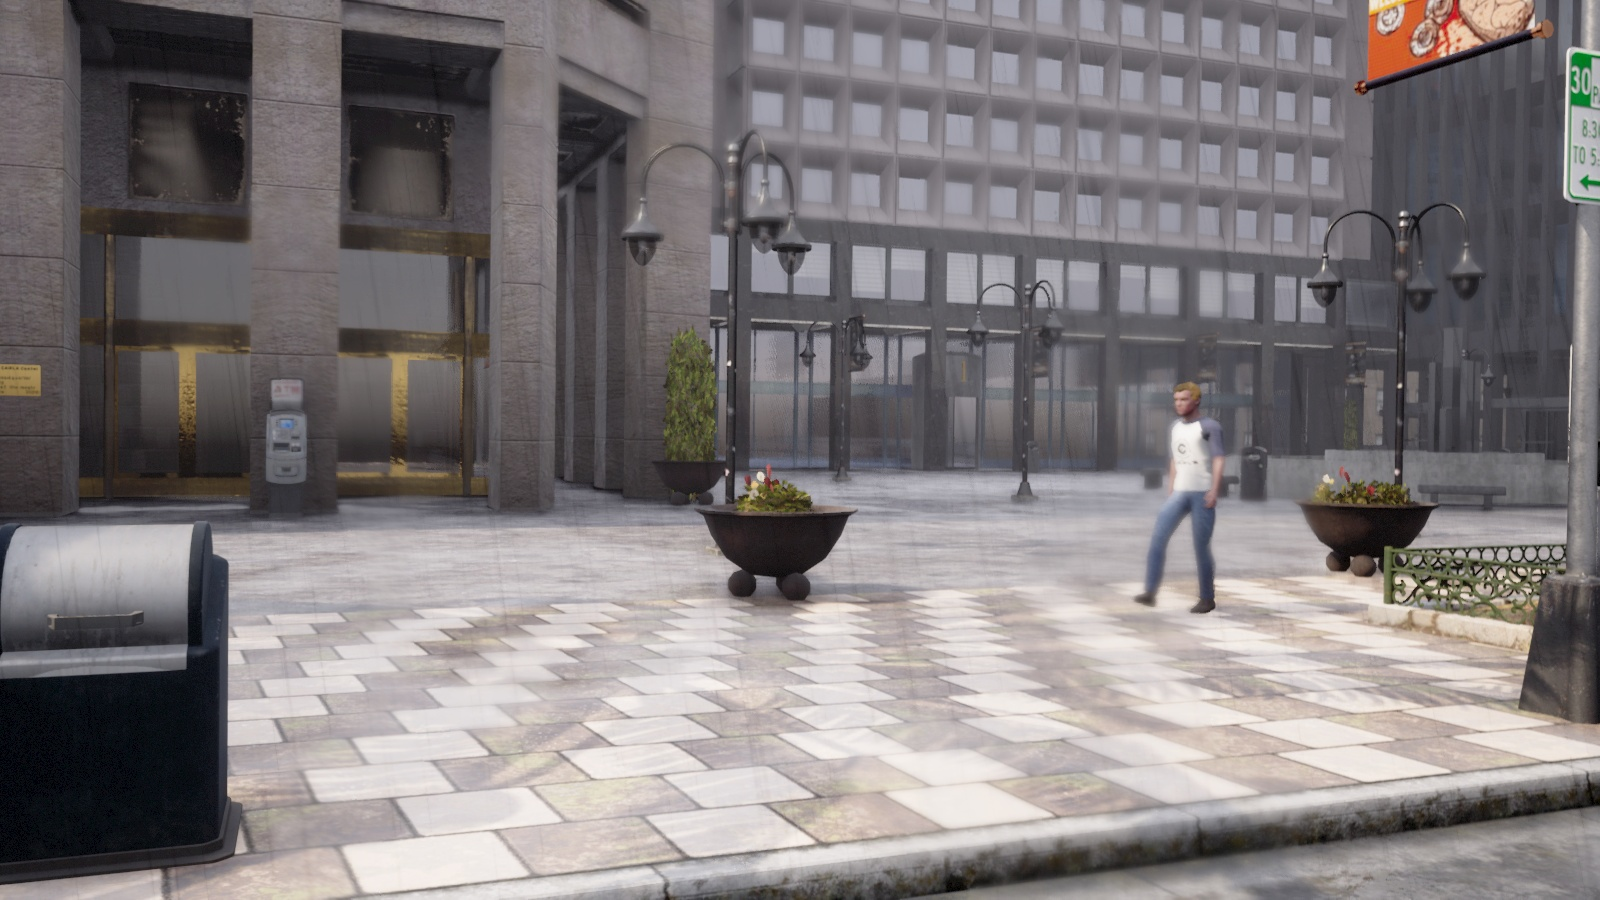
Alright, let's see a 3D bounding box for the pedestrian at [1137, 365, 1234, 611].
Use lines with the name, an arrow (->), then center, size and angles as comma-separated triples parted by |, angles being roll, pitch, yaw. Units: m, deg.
pedestrian -> 2.990, 0.277, 9.731 | 0.706, 1.836, 0.354 | -1, 1, -35
